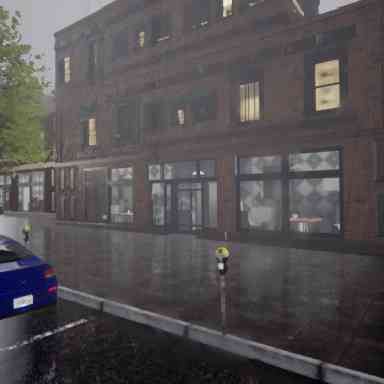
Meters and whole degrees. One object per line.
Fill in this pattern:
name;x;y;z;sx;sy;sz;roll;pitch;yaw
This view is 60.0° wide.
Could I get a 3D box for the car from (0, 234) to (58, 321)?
car;-4.472;1.528;6.491;4.674;1.442;1.812;0;0;36
